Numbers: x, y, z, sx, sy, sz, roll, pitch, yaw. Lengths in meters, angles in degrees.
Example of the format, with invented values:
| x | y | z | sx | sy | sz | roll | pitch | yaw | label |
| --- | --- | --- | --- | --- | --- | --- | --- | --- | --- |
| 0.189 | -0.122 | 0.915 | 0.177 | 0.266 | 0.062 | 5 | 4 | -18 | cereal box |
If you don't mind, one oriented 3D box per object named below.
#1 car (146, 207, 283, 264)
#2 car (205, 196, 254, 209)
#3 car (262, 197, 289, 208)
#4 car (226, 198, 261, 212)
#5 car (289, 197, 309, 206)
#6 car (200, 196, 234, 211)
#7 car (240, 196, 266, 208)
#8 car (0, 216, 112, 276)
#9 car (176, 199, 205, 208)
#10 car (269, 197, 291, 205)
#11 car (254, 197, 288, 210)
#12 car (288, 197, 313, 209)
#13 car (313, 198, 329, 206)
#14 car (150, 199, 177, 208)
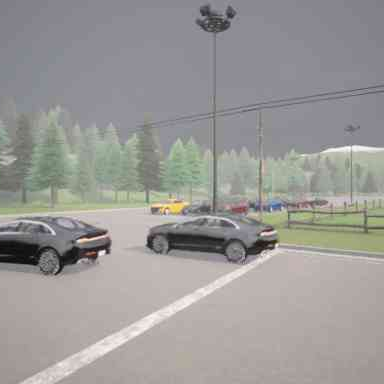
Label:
| x | y | z | sx | sy | sz | roll | pitch | yaw | label |
| --- | --- | --- | --- | --- | --- | --- | --- | --- | --- |
| 0.609 | 1.491 | 11.783 | 4.902 | 1.511 | 2.128 | 0 | 0 | 31 | car |
| 3.531 | 1.352 | 30.604 | 2.097 | 1.767 | 4.553 | 0 | 0 | 36 | car |
| 12.238 | 1.491 | 48.363 | 2.128 | 1.511 | 4.902 | 0 | 0 | 37 | car |
| 6.327 | 1.491 | 40.352 | 2.128 | 1.511 | 4.902 | 0 | 0 | 36 | car |
| 18.193 | 1.564 | 56.393 | 1.994 | 1.385 | 4.181 | 0 | 0 | 37 | car |
| 3.201 | 1.352 | 42.007 | 2.097 | 1.767 | 4.553 | 0 | 0 | 36 | car |
| 9.357 | 1.477 | 50.349 | 1.882 | 1.535 | 5.008 | 0 | 0 | 36 | car |
| -4.820 | 1.492 | 10.097 | 4.902 | 1.511 | 2.128 | 0 | 0 | 18 | car |
| 0.871 | 1.525 | 32.867 | 1.812 | 1.442 | 4.674 | 0 | 0 | 37 | car |
| 15.583 | 1.547 | 58.726 | 2.033 | 1.411 | 5.357 | 0 | 0 | 37 | car |
| 8.806 | 1.477 | 37.817 | 1.882 | 1.535 | 5.008 | 0 | 0 | 36 | car |
| 14.439 | 1.477 | 45.451 | 1.882 | 1.535 | 5.008 | 0 | 0 | 37 | car |
| 20.420 | 1.601 | 53.527 | 1.895 | 1.301 | 4.718 | 0 | 0 | 37 | car |
| -2.242 | 1.477 | 34.569 | 1.882 | 1.535 | 5.008 | 0 | 0 | 36 | car |
